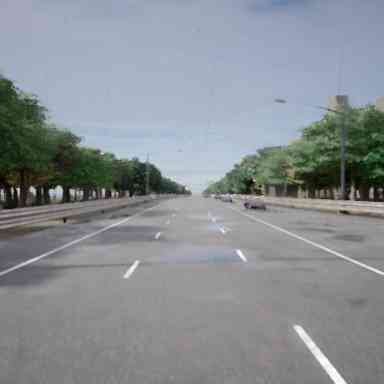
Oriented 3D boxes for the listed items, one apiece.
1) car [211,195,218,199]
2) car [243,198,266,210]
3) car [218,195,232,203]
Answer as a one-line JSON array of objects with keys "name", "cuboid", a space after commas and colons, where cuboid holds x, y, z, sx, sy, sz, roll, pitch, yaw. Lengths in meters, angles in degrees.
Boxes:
[{"name": "car", "cuboid": [7.082, 1.413, 91.881, 1.994, 1.385, 4.181, 0, 0, 0]}, {"name": "car", "cuboid": [7.693, 1.481, 41.231, 1.994, 1.385, 4.181, 0, 0, -5]}, {"name": "car", "cuboid": [7.013, 1.385, 67.765, 2.033, 1.411, 5.357, 0, 0, 0]}]
